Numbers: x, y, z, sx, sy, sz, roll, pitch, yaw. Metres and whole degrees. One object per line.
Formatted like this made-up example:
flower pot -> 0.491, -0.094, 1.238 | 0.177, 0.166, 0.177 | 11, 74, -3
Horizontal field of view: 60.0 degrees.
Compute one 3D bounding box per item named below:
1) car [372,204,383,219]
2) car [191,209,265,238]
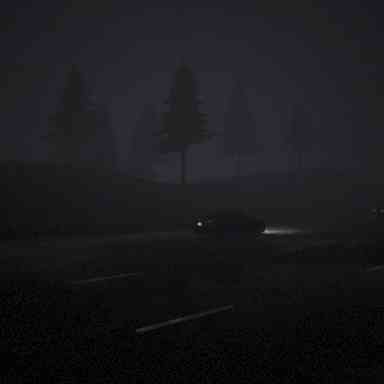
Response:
car -> 18.128, 1.646, 29.581 | 5.357, 1.411, 2.033 | 0, 0, -35
car -> 2.023, 1.601, 18.088 | 4.181, 1.385, 1.994 | 0, 0, -35
